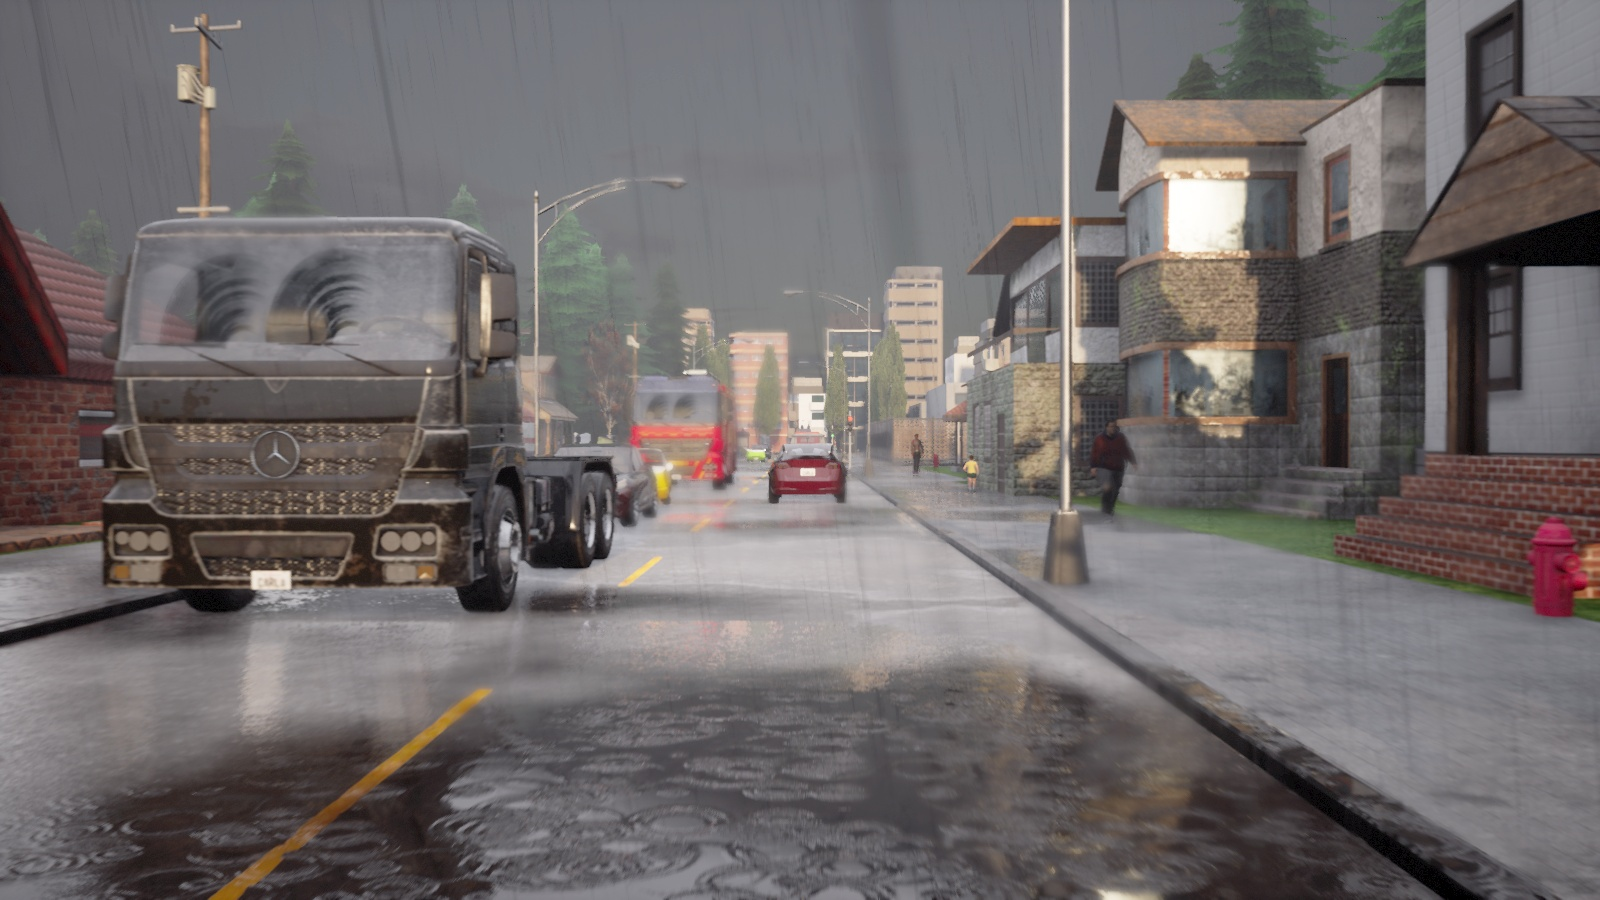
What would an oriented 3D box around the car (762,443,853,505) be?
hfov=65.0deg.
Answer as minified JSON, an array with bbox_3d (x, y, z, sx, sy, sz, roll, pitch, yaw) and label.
[{"bbox_3d":[0.203,0.564,32.229,2.163,1.488,4.792,0,0,0],"label":"car"}]

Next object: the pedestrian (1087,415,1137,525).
[{"bbox_3d":[5.343,0.339,21.535,0.634,1.844,0.899,0,0,0],"label":"pedestrian"}]

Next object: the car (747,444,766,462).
[{"bbox_3d":[-3.416,0.242,98.769,1.481,1.376,2.207,0,0,0],"label":"car"}]

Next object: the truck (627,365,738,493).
[{"bbox_3d":[-3.739,-0.658,41.935,2.891,3.827,8.468,0,0,0],"label":"truck"}]

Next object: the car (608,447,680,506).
[{"bbox_3d":[-3.804,0.626,30.811,1.481,1.376,2.207,0,1,0],"label":"car"}]

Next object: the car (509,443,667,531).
[{"bbox_3d":[-3.849,0.610,23.709,2.163,1.488,4.792,0,0,0],"label":"car"}]

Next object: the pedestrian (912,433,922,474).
[{"bbox_3d":[5.146,0.149,55.201,0.328,1.805,0.869,0,0,-1],"label":"pedestrian"}]

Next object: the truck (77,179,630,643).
[{"bbox_3d":[-3.892,-0.314,13.384,2.891,3.462,7.936,0,0,1],"label":"truck"}]

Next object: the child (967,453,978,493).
[{"bbox_3d":[4.795,0.643,34.888,0.255,1.110,0.394,0,0,3],"label":"child"}]

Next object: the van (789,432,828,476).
[{"bbox_3d":[0.372,0.165,59.329,1.775,1.987,4.442,0,0,0],"label":"van"}]
